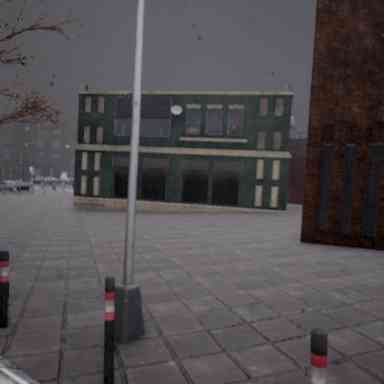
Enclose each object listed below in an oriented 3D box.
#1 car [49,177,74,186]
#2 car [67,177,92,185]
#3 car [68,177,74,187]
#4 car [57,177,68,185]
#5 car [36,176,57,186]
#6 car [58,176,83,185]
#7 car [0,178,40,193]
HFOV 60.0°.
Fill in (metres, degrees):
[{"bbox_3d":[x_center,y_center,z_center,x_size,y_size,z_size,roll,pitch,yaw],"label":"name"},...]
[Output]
[{"bbox_3d":[-26.750,-2.198,68.118,4.674,1.452,2.002,4,3,20],"label":"car"},{"bbox_3d":[-24.844,-2.399,73.294,4.892,1.521,2.231,4,3,20],"label":"car"},{"bbox_3d":[-17.797,-1.455,56.391,2.150,2.045,5.566,4,3,20],"label":"car"},{"bbox_3d":[-27.711,-2.159,65.535,5.008,1.535,2.097,4,3,20],"label":"car"},{"bbox_3d":[-28.627,-2.207,62.926,4.553,1.767,2.185,4,3,20],"label":"car"},{"bbox_3d":[-25.759,-2.441,70.685,4.553,1.767,2.185,4,3,20],"label":"car"},{"bbox_3d":[-22.015,-0.737,41.898,2.128,1.511,4.902,4,3,13],"label":"car"}]
